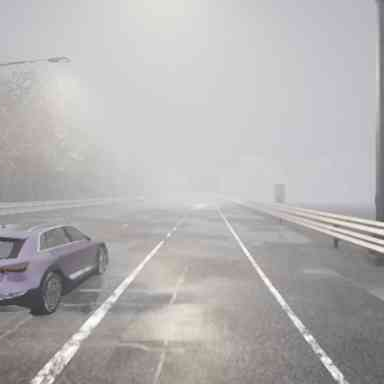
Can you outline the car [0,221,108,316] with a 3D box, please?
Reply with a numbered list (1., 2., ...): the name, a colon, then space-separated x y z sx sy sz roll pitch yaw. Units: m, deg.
1. car: -3.439 1.444 7.555 2.033 1.649 4.856 0 0 3
